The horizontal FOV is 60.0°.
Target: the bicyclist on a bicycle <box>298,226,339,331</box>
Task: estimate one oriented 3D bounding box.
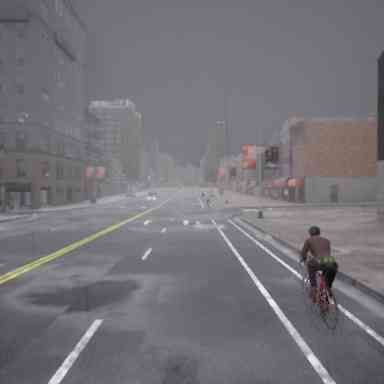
[{"bbox_3d":[2.246,1.452,5.945,0.582,1.620,1.656,0,0,0],"label":"bicyclist on a bicycle"}]

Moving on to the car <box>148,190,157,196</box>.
[{"bbox_3d":[-9.776,0.238,82.905,1.994,1.385,4.181,0,1,0],"label":"car"}]

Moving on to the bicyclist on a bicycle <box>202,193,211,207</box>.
[{"bbox_3d":[2.253,1.260,46.305,0.866,1.612,1.509,0,1,0],"label":"bicyclist on a bicycle"}]
